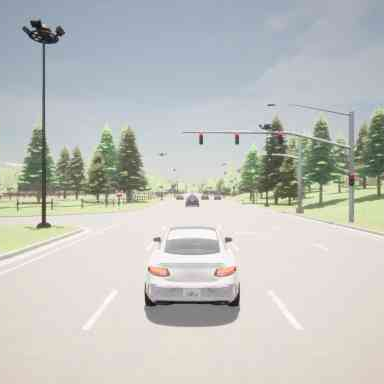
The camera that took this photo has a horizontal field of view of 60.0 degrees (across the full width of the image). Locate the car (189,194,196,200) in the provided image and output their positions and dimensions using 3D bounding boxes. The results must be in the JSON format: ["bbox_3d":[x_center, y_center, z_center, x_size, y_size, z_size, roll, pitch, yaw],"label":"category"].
[{"bbox_3d":[0.128,1.355,93.192,2.097,1.767,4.553,0,0,0],"label":"car"}]

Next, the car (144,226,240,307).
[{"bbox_3d":[0.017,1.526,7.872,1.812,1.442,4.674,0,0,0],"label":"car"}]

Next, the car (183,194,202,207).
[{"bbox_3d":[0.071,1.352,51.745,2.097,1.767,4.553,0,0,0],"label":"car"}]

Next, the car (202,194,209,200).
[{"bbox_3d":[3.628,1.355,93.187,2.097,1.767,4.553,0,0,0],"label":"car"}]

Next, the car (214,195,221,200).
[{"bbox_3d":[7.128,1.525,93.212,2.128,1.511,4.902,0,0,0],"label":"car"}]

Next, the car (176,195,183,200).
[{"bbox_3d":[-3.372,1.553,93.193,1.994,1.385,4.181,0,0,0],"label":"car"}]
